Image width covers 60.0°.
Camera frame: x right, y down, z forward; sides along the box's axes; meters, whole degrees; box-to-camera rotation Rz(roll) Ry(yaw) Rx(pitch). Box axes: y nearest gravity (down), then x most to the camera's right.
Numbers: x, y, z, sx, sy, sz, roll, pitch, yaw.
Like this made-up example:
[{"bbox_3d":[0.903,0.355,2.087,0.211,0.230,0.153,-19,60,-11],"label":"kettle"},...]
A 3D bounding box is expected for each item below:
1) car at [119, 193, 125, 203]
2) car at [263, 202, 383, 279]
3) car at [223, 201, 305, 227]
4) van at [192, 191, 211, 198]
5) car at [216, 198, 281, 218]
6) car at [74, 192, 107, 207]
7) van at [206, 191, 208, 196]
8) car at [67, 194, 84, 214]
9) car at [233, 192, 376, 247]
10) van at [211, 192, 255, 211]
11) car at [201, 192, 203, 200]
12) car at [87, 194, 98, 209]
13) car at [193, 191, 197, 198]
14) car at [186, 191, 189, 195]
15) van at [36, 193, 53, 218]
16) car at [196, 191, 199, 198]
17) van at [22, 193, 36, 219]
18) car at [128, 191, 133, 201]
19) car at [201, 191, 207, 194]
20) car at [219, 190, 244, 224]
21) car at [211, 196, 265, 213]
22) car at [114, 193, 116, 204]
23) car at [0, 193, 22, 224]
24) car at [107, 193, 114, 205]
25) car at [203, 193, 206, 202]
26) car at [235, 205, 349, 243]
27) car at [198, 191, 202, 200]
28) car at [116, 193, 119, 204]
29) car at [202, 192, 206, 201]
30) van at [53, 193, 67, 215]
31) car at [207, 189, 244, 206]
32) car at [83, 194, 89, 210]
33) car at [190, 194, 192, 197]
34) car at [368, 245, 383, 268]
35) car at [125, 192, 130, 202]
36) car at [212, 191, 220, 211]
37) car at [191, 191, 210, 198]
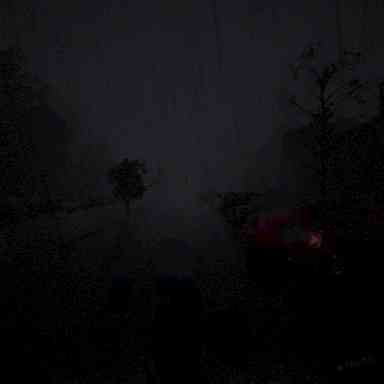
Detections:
[{"bbox_3d":[-13.707,1.159,52.339,5.008,1.535,2.097,-1,1,-21],"label":"car"},{"bbox_3d":[4.723,1.295,9.732,4.553,1.767,2.185,1,0,-20],"label":"car"},{"bbox_3d":[4.691,1.368,21.751,4.792,1.488,2.163,1,1,-20],"label":"car"},{"bbox_3d":[2.533,0.650,88.004,4.442,1.987,1.878,0,1,-25],"label":"van"},{"bbox_3d":[4.699,1.298,27.774,5.008,1.535,2.097,1,1,-20],"label":"car"},{"bbox_3d":[-13.587,0.986,40.451,5.566,2.045,2.435,-1,1,-20],"label":"car"},{"bbox_3d":[4.522,0.969,42.771,4.442,1.987,1.878,1,1,-21],"label":"van"},{"bbox_3d":[-13.338,1.290,31.605,5.366,1.575,1.946,-1,0,-20],"label":"car"},{"bbox_3d":[4.728,1.149,12.728,5.566,2.045,2.435,1,1,-20],"label":"car"},{"bbox_3d":[4.556,1.010,36.746,4.442,1.987,1.878,1,1,-20],"label":"van"},{"bbox_3d":[4.508,1.133,51.861,4.892,1.521,2.231,1,0,-21],"label":"car"},{"bbox_3d":[-13.515,1.286,37.505,4.792,1.488,2.163,-1,0,-20],"label":"car"},{"bbox_3d":[3.879,0.752,69.960,5.566,2.045,2.435,1,1,-23],"label":"car"},{"bbox_3d":[1.901,0.830,93.991,5.366,1.575,1.946,0,1,-26],"label":"car"},{"bbox_3d":[-13.380,1.108,25.627,4.442,1.987,1.878,-1,0,-20],"label":"van"},{"bbox_3d":[4.055,1.025,66.958,5.008,1.535,2.097,1,1,-23],"label":"car"},{"bbox_3d":[-13.364,1.128,22.650,4.442,1.987,1.878,-1,0,-20],"label":"van"},{"bbox_3d":[-13.954,1.131,61.241,4.792,1.488,2.163,-1,0,-22],"label":"car"},{"bbox_3d":[4.436,0.985,54.879,4.553,1.767,2.185,1,0,-22],"label":"car"},{"bbox_3d":[4.708,1.108,18.742,5.566,2.045,2.435,1,1,-20],"label":"car"},{"bbox_3d":[4.676,1.257,33.784,5.008,1.535,2.097,1,1,-20],"label":"car"},{"bbox_3d":[-13.609,1.199,46.406,4.892,1.521,2.231,-1,1,-21],"label":"car"},{"bbox_3d":[-13.487,1.124,19.618,5.566,2.045,2.435,-1,1,-20],"label":"car"},{"bbox_3d":[-13.410,1.212,43.507,5.366,1.575,1.946,-1,0,-20],"label":"car"},{"bbox_3d":[4.774,1.174,45.901,5.366,1.575,1.946,1,0,-21],"label":"car"},{"bbox_3d":[4.714,1.409,15.739,4.792,1.488,2.163,1,1,-20],"label":"car"},{"bbox_3d":[4.284,1.068,60.925,5.008,1.535,2.097,1,0,-22],"label":"car"},{"bbox_3d":[-13.632,1.053,49.383,4.553,1.767,2.185,-1,1,-21],"label":"car"},{"bbox_3d":[4.577,1.154,48.843,5.008,1.535,2.097,1,1,-21],"label":"car"},{"bbox_3d":[-13.395,1.088,28.605,4.442,1.987,1.878,-1,0,-20],"label":"van"},{"bbox_3d":[4.712,1.027,30.791,5.566,2.045,2.435,1,0,-20],"label":"car"},{"bbox_3d":[-13.553,1.306,34.501,4.792,1.488,2.163,-1,1,-20],"label":"car"},{"bbox_3d":[2.897,0.899,85.049,4.892,1.521,2.231,1,1,-25],"label":"car"},{"bbox_3d":[4.760,1.462,3.715,5.008,1.535,2.097,1,1,-20],"label":"car"},{"bbox_3d":[-13.906,1.151,58.247,4.792,1.488,2.163,-1,1,-22],"label":"car"},{"bbox_3d":[4.734,1.067,24.783,5.566,2.045,2.435,1,0,-20],"label":"car"},{"bbox_3d":[2.390,0.730,91.077,4.553,1.767,2.185,0,1,-26],"label":"car"}]
